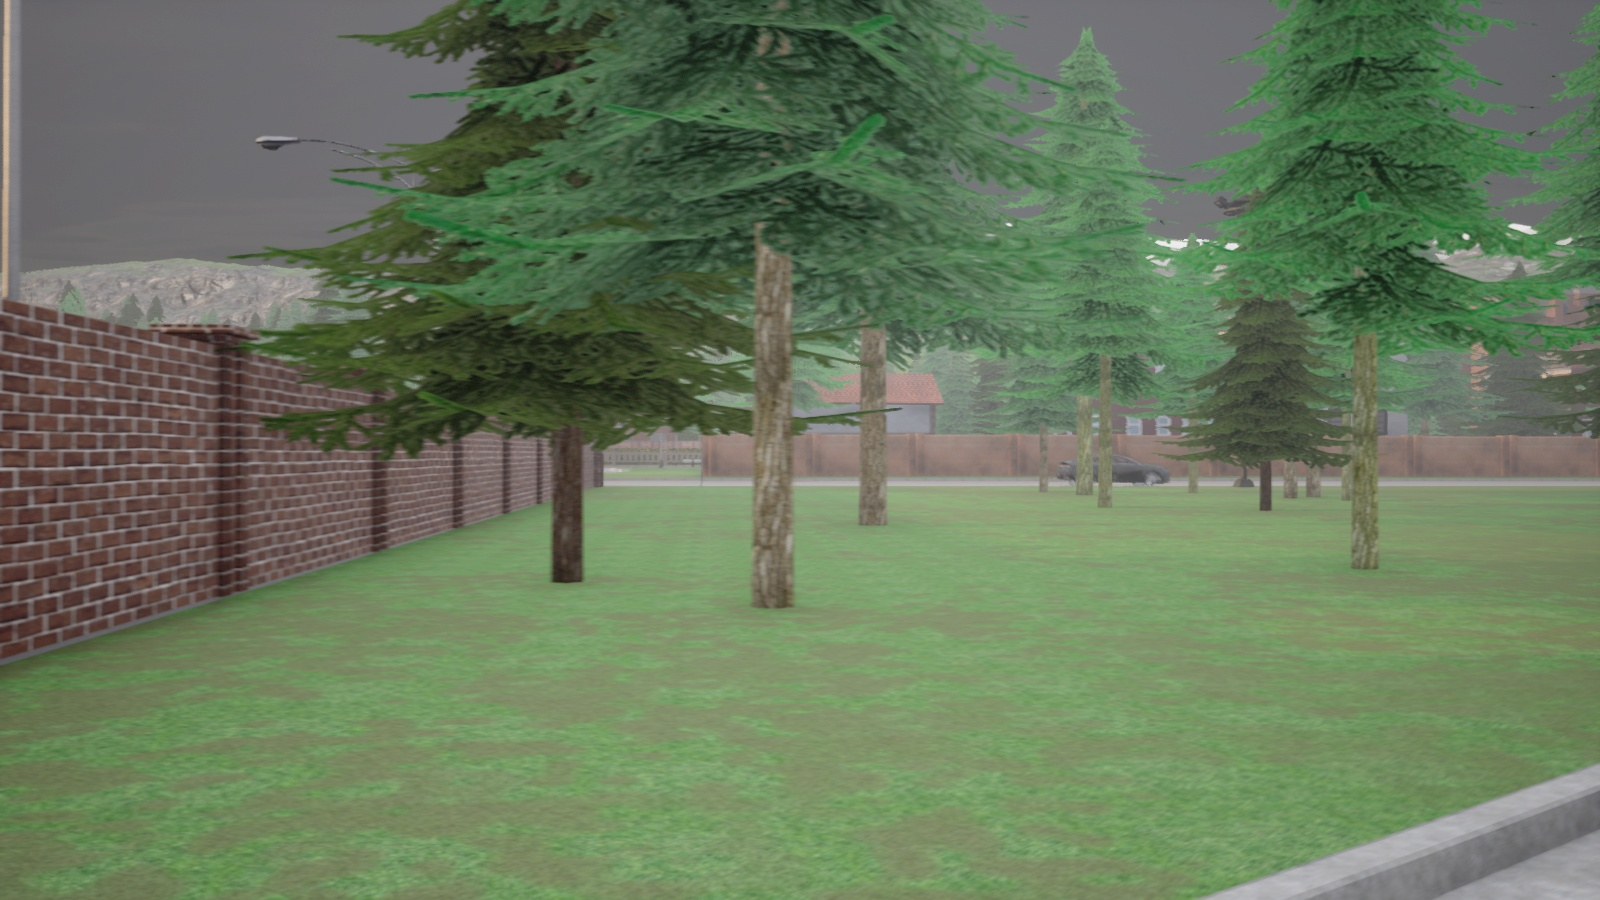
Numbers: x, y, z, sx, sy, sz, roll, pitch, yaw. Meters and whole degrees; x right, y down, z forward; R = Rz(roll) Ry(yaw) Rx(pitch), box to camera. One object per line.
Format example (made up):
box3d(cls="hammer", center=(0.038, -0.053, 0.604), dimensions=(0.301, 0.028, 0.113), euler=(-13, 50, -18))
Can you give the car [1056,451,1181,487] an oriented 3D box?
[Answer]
box3d(cls="car", center=(13.939, 0.812, 55.077), dimensions=(4.902, 1.511, 2.128), euler=(0, 0, -4))
